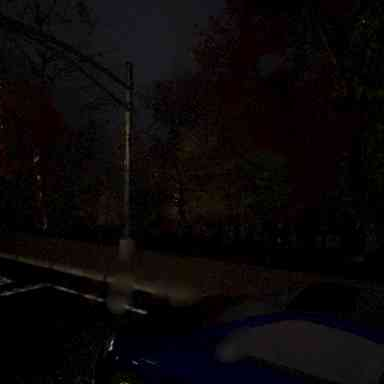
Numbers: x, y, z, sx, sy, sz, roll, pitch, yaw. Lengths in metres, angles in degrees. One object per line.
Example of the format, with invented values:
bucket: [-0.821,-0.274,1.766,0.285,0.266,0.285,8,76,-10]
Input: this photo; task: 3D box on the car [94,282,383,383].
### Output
car: [1.062,1.563,2.927,4.181,1.385,1.994,0,0,36]
